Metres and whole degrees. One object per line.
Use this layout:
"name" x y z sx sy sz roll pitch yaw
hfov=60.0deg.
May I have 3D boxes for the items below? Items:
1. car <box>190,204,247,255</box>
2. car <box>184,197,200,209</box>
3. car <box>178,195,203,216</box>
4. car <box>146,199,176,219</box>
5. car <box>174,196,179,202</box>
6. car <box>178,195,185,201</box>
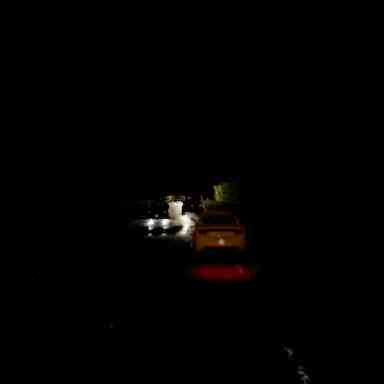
"car" 0.964 1.479 13.358 1.882 1.535 5.008 0 0 0
"car" 0.045 1.499 46.069 2.128 1.511 4.902 0 0 1
"car" 0.027 1.357 33.197 2.097 1.767 4.553 0 0 0
"car" -2.846 1.551 29.547 2.033 1.411 5.357 0 0 0
"car" -2.742 1.528 71.266 1.812 1.442 4.674 0 0 0
"car" -2.739 1.557 88.359 1.812 1.442 4.674 0 0 0
